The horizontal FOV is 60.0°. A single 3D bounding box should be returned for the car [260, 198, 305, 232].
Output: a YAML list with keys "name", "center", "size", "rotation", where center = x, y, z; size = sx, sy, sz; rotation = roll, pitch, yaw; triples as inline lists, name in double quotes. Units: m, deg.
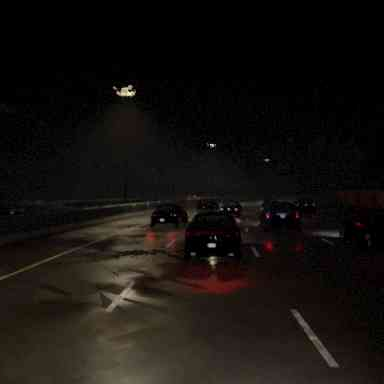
- name: "car"
  center: [5.338, 1.367, 20.526]
  size: [2.097, 1.767, 4.553]
  rotation: [0, 0, 8]

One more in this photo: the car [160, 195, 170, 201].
- name: "car"
  center: [-5.325, 1.490, 70.353]
  size: [1.882, 1.535, 5.008]
  rotation: [0, 0, 24]

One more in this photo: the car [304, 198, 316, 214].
- name: "car"
  center: [12.128, 1.382, 35.995]
  size: [2.097, 1.767, 4.553]
  rotation: [0, 0, 15]

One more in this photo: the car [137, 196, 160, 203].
- name: "car"
  center: [-9.364, 1.547, 69.929]
  size: [2.033, 1.411, 5.357]
  rotation: [0, 0, 24]

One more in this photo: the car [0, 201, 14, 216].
- name: "car"
  center: [-14.531, 1.478, 30.077]
  size: [2.128, 1.511, 4.902]
  rotation: [0, 0, 11]

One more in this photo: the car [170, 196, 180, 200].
- name: "car"
  center: [-2.224, 1.571, 68.726]
  size: [1.994, 1.385, 4.181]
  rotation: [0, 0, 24]

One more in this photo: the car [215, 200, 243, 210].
- name: "car"
  center: [3.759, 1.564, 31.398]
  size: [2.033, 1.411, 5.357]
  rotation: [0, 0, 13]

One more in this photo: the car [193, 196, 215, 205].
- name: "car"
  center: [1.918, 1.493, 38.468]
  size: [1.882, 1.535, 5.008]
  rotation: [0, 0, 15]

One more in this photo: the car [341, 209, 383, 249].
- name: "car"
  center: [8.053, 1.522, 14.490]
  size: [1.837, 1.490, 4.892]
  rotation: [0, 0, 6]

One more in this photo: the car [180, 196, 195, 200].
- name: "car"
  center: [-0.003, 1.498, 65.112]
  size: [1.882, 1.535, 5.008]
  rotation: [0, 0, 24]

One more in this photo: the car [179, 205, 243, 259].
- name: "car"
  center: [0.831, 1.483, 12.651]
  size: [1.882, 1.535, 5.008]
  rotation: [0, 0, 5]

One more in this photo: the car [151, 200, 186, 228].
- name: "car"
  center: [-1.467, 1.531, 22.442]
  size: [1.812, 1.442, 4.674]
  rotation: [0, 0, 9]

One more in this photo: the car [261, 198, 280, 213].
- name: "car"
  center: [9.032, 1.504, 37.963]
  size: [1.882, 1.535, 5.008]
  rotation: [0, 0, 15]

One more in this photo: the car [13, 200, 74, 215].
- name: "car"
  center: [-11.575, 1.538, 27.030]
  size: [2.033, 1.411, 5.357]
  rotation: [0, 0, 10]
